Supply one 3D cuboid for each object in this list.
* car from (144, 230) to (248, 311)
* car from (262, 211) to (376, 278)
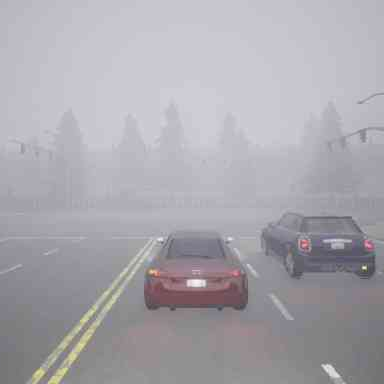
[{"bbox_3d":[0.075,1.564,7.826,1.994,1.385,4.181,0,0,0],"label":"car"},{"bbox_3d":[3.576,1.352,10.290,2.097,1.767,4.553,0,0,0],"label":"car"}]
